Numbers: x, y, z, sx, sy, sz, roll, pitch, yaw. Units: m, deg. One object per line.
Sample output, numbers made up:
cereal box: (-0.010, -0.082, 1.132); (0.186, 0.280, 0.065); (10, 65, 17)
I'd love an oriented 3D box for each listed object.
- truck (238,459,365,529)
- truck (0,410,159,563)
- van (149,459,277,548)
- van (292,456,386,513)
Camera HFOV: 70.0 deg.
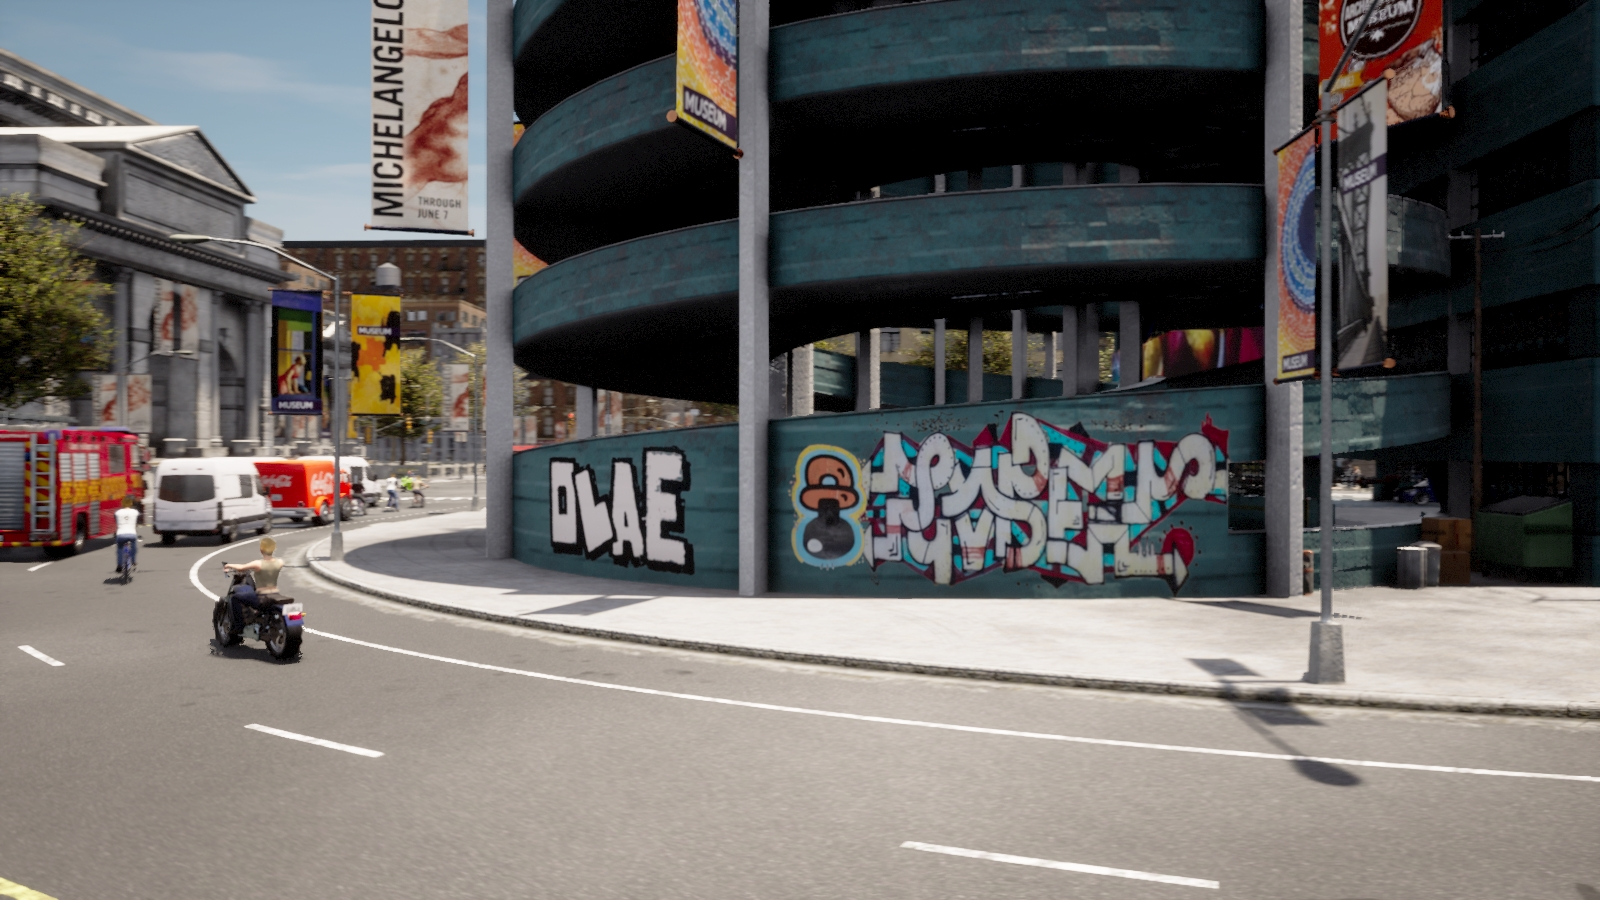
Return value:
truck: (-19.028, 1.620, 43.942); (2.627, 2.467, 5.204); (0, 0, -1)
truck: (-21.138, 0.925, 32.831); (2.891, 3.827, 8.468); (0, 0, -16)
van: (-18.530, 1.575, 36.417); (1.988, 2.561, 5.915); (0, 0, -10)
van: (-22.238, 1.599, 55.414); (1.988, 2.561, 5.915); (0, 0, 2)
